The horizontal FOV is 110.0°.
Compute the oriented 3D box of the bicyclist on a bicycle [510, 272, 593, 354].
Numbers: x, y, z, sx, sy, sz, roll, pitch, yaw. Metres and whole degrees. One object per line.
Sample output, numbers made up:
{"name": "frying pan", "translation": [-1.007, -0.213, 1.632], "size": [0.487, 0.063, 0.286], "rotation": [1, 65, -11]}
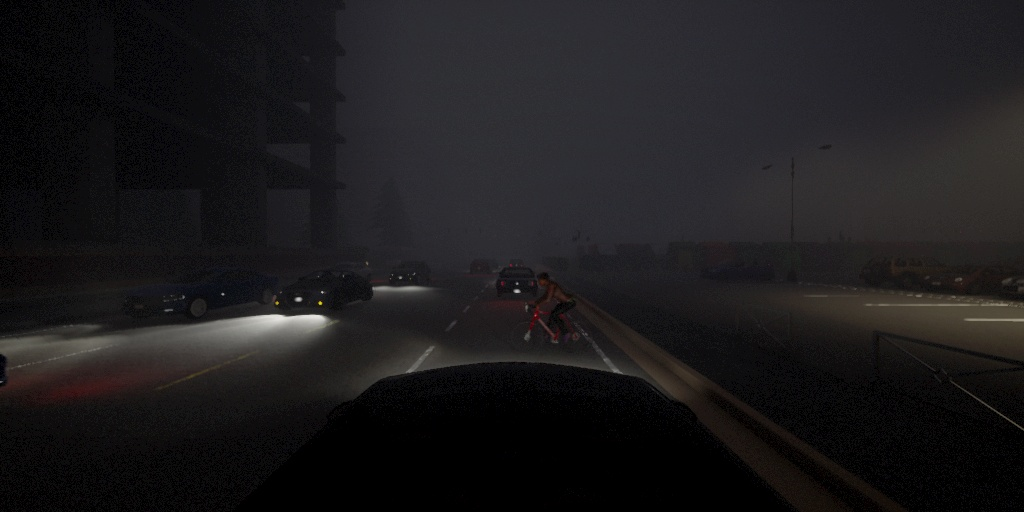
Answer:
{"name": "bicyclist on a bicycle", "translation": [0.779, 1.148, 7.097], "size": [1.656, 1.620, 0.582], "rotation": [0, 0, 1]}

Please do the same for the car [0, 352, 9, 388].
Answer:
{"name": "car", "translation": [-7.100, 1.267, 2.398], "size": [1.812, 1.442, 4.674], "rotation": [0, 0, 1]}

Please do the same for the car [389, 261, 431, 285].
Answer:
{"name": "car", "translation": [-6.852, 1.082, 24.498], "size": [1.837, 1.490, 4.892], "rotation": [0, 0, 1]}

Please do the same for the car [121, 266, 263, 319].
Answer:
{"name": "car", "translation": [-10.499, 1.142, 12.601], "size": [1.882, 1.535, 5.008], "rotation": [0, 0, 0]}

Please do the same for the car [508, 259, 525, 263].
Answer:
{"name": "car", "translation": [0.507, 1.013, 39.954], "size": [2.033, 1.411, 5.357], "rotation": [0, 0, 1]}

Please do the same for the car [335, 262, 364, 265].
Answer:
{"name": "car", "translation": [-10.377, 1.115, 22.602], "size": [1.812, 1.442, 4.674], "rotation": [0, 0, 1]}

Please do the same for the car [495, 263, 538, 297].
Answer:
{"name": "car", "translation": [0.260, 1.229, 18.011], "size": [1.895, 1.301, 4.718], "rotation": [0, 0, 1]}

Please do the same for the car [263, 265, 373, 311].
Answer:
{"name": "car", "translation": [-6.985, 1.221, 13.739], "size": [1.994, 1.385, 4.181], "rotation": [0, 0, 1]}

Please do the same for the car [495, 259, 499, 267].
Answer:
{"name": "car", "translation": [-2.893, 0.962, 48.715], "size": [1.994, 1.385, 4.181], "rotation": [0, 0, 1]}

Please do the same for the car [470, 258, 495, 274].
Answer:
{"name": "car", "translation": [-3.040, 0.972, 35.864], "size": [1.882, 1.535, 5.008], "rotation": [0, 0, 0]}
